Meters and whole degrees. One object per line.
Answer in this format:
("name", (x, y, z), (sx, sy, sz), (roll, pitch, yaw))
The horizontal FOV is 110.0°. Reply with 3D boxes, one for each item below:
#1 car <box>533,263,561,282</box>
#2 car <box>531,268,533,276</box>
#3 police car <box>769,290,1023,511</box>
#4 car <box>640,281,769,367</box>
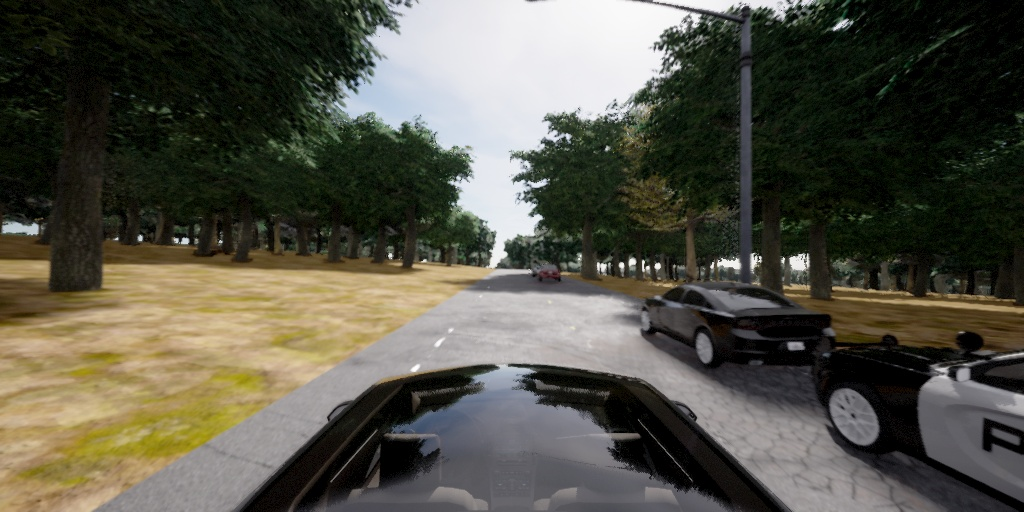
("car", (3.602, 1.572, 35.874), (2.097, 1.767, 4.553), (0, -1, 0))
("car", (3.499, 1.935, 45.396), (1.994, 1.385, 4.181), (0, -1, 0))
("police car", (4.526, 1.208, 2.315), (1.930, 1.638, 5.238), (0, 0, 0))
("car", (4.550, 1.316, 8.216), (1.882, 1.535, 5.008), (-1, -1, 0))
